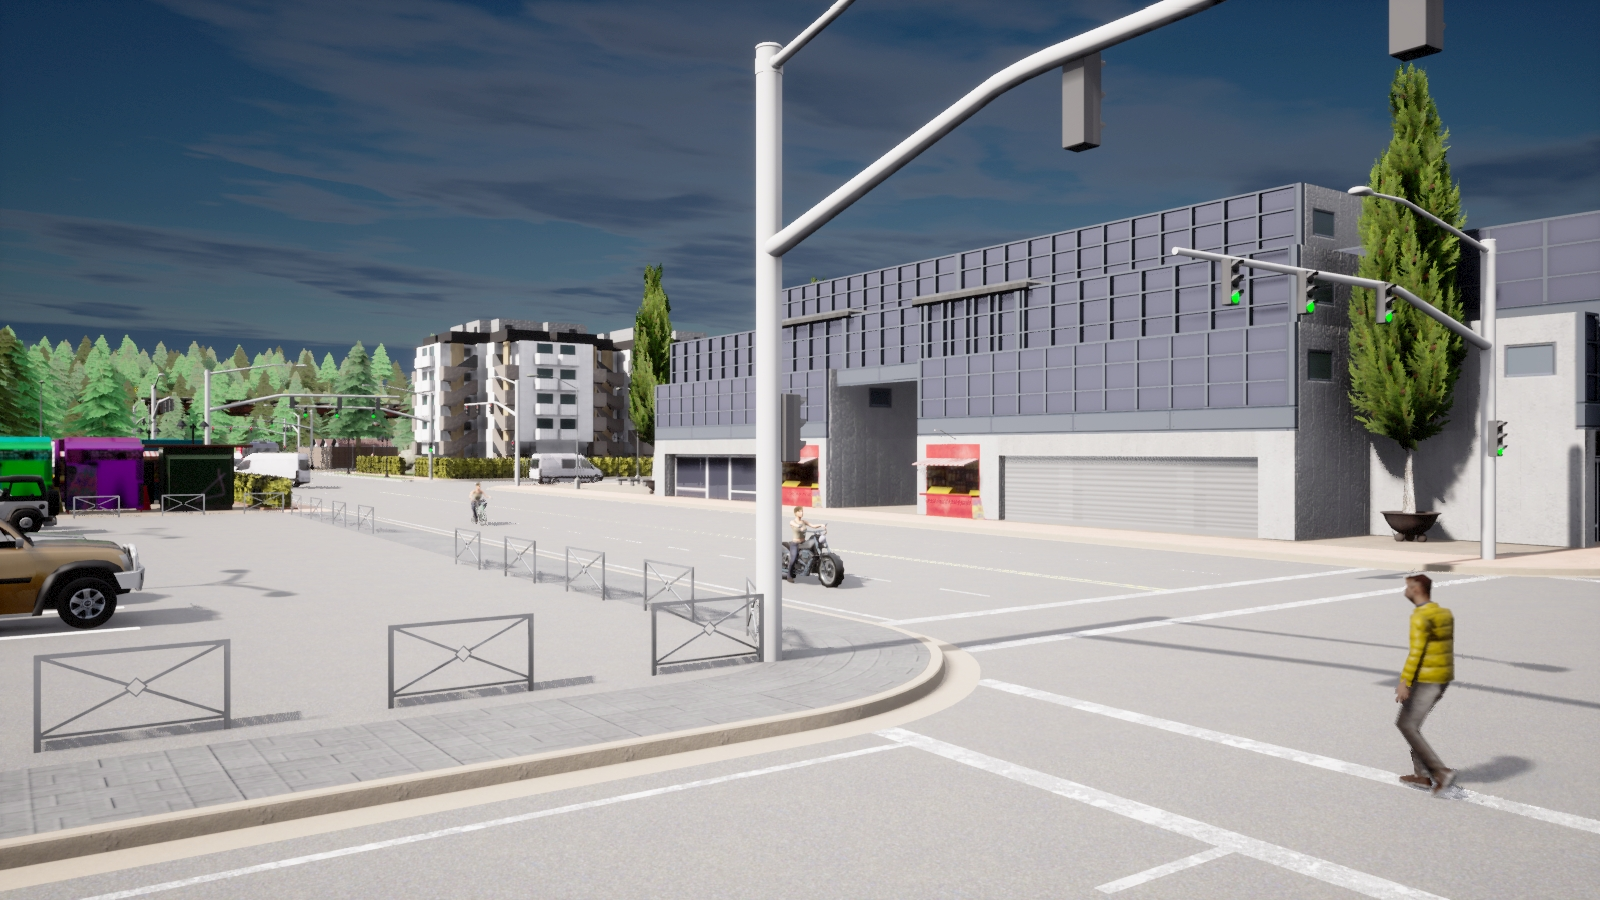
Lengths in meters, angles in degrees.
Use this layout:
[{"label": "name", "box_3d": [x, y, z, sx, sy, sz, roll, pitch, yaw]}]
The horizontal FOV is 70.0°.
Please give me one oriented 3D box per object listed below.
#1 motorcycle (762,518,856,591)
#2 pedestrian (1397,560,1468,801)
[{"label": "motorcycle", "box_3d": [0.165, 2.155, 23.900, 0.764, 1.307, 2.356, 0, 0, -34]}, {"label": "pedestrian", "box_3d": [5.147, 1.849, 9.296, 0.375, 1.860, 0.375, 0, 0, -34]}]
